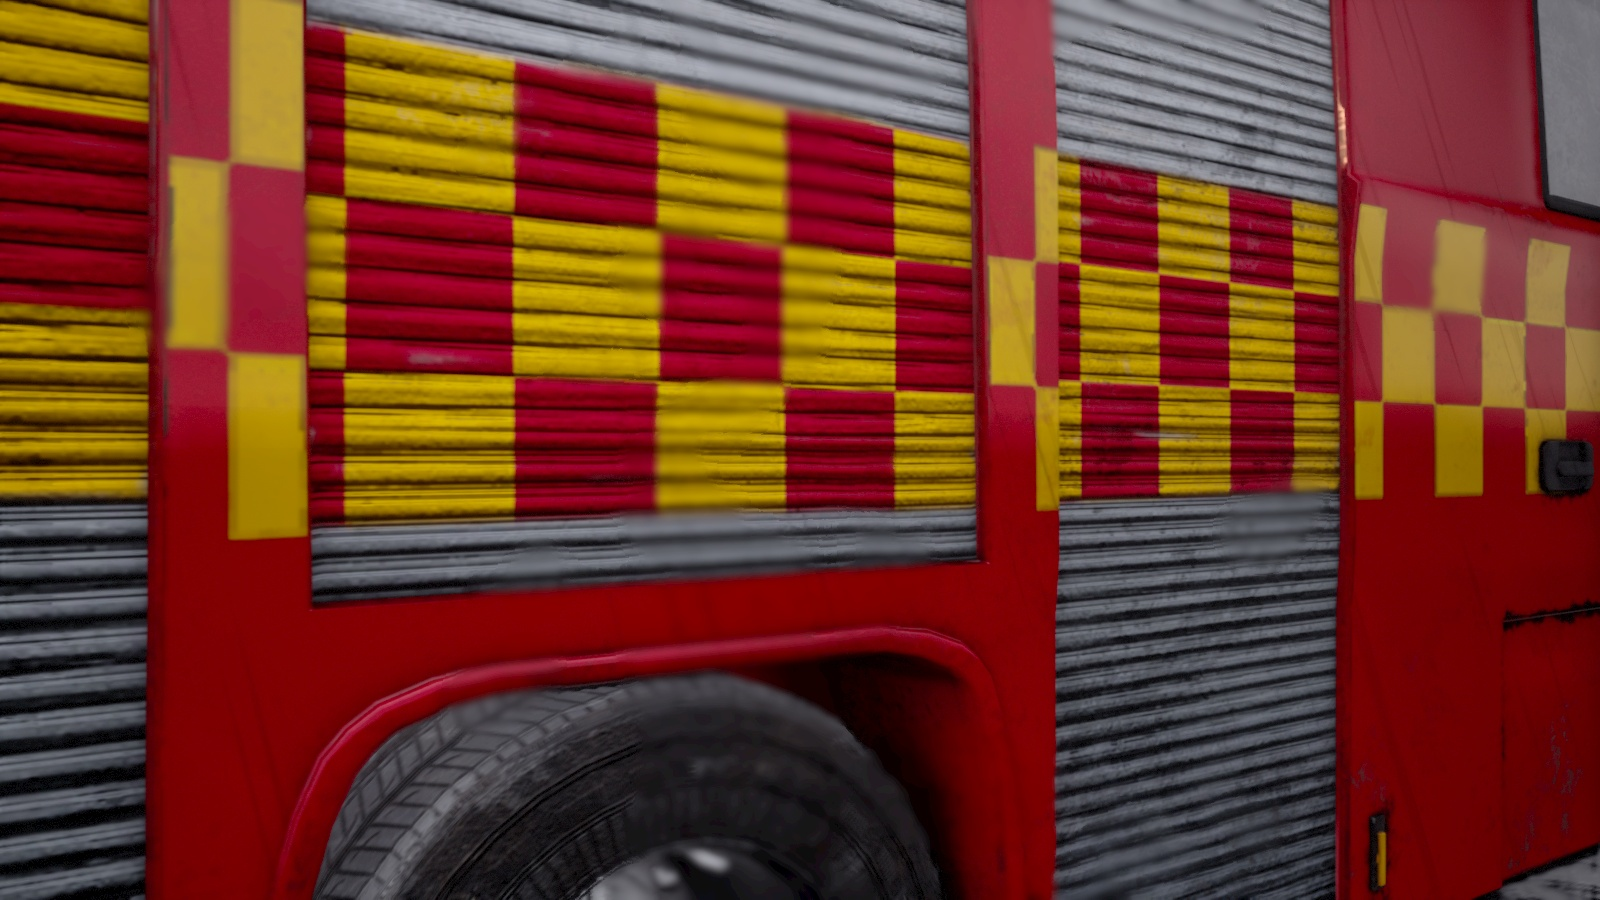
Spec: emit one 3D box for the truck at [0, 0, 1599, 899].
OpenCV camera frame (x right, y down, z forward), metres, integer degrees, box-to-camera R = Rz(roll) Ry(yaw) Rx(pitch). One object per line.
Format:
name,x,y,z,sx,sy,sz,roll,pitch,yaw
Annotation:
truck,1.251,-0.411,4.529,8.468,3.827,2.891,0,0,-35
